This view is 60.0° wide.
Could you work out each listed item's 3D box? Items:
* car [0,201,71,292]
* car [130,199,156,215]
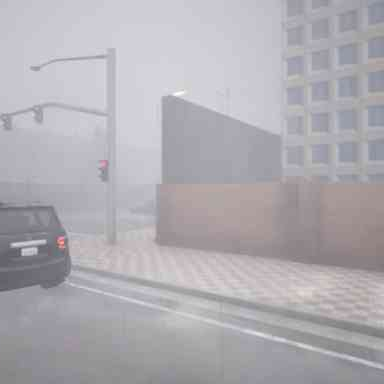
[{"bbox_3d":[-5.104,1.229,8.079,5.566,2.045,2.150,0,0,41],"label":"car"},{"bbox_3d":[-4.068,1.469,33.213,1.837,1.490,4.892,0,0,36],"label":"car"}]
